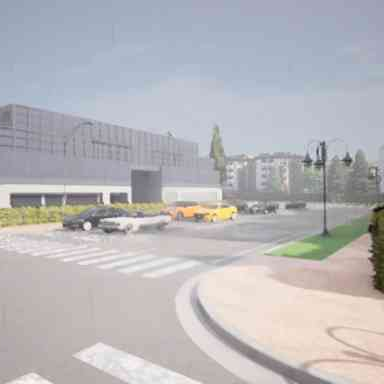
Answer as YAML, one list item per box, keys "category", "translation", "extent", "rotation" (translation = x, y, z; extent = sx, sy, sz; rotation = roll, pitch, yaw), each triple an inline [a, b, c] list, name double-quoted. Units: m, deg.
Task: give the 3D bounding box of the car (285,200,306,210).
- category: "car"
  translation: [14.224, 1.804, 45.711]
  extent: [1.895, 1.301, 4.718]
  rotation: [-1, 0, 32]

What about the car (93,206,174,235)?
- category: "car"
  translation: [-3.430, 1.800, 20.486]
  extent: [1.895, 1.301, 4.718]
  rotation: [-1, -1, 34]

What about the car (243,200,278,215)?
- category: "car"
  translation: [7.924, 1.692, 36.557]
  extent: [2.128, 1.511, 4.902]
  rotation: [-1, -1, 35]

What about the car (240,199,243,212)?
- category: "car"
  translation: [4.591, 1.597, 37.908]
  extent: [2.097, 1.767, 4.553]
  rotation: [-1, -1, 35]

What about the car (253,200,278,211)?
- category: "car"
  translation: [10.235, 1.846, 45.992]
  extent: [1.895, 1.301, 4.718]
  rotation: [-1, 0, 33]

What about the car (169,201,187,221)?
- category: "car"
  translation: [-1.034, 1.596, 29.968]
  extent: [2.097, 1.767, 4.553]
  rotation: [-1, -1, 35]

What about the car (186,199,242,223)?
- category: "car"
  translation: [1.978, 1.678, 28.163]
  extent: [1.882, 1.535, 5.008]
  rotation: [-1, -1, 36]

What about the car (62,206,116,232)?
- category: "car"
  translation: [-6.370, 1.749, 22.541]
  extent: [1.837, 1.490, 4.892]
  rotation: [-1, -1, 37]
